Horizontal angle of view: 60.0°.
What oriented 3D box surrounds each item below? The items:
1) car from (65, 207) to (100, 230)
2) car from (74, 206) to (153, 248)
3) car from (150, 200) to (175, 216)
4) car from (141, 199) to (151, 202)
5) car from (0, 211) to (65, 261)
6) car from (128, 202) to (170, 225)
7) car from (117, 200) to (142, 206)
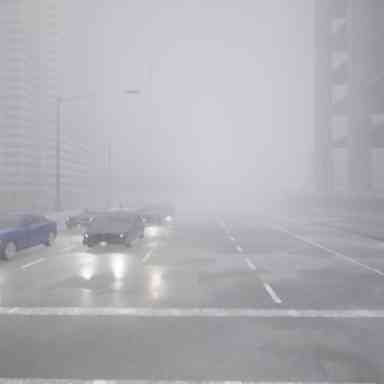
[{"bbox_3d":[-6.688,1.704,22.070,1.895,1.301,4.718,0,0,2],"label":"car"},{"bbox_3d":[-3.362,1.620,15.491,2.033,1.411,5.357,0,0,1],"label":"car"},{"bbox_3d":[-2.830,1.726,34.679,1.994,1.385,4.181,0,0,2],"label":"car"},{"bbox_3d":[-6.041,1.694,43.721,2.128,1.511,4.902,0,0,2],"label":"car"},{"bbox_3d":[-6.928,1.537,12.732,1.882,1.535,5.008,0,0,1],"label":"car"},{"bbox_3d":[-3.097,1.680,24.721,1.994,1.385,4.181,0,0,3],"label":"car"},{"bbox_3d":[-6.410,1.751,32.074,1.895,1.301,4.718,0,0,2],"label":"car"}]
